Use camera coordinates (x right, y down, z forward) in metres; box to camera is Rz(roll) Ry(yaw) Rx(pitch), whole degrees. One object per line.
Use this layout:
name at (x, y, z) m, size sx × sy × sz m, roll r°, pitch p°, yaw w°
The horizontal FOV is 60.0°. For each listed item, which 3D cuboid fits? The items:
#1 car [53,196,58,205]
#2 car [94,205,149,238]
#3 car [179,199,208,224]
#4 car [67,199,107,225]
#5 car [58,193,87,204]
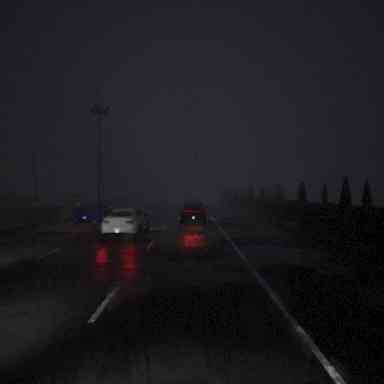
car at (-21.000, 1.188, 55.005) m, size 2.150 × 2.045 × 5.566 m, roll 0°, pitch 0°, yaw 0°
car at (-3.400, 1.519, 17.383) m, size 1.812 × 1.442 × 4.674 m, roll 0°, pitch 0°, yaw 0°
car at (0.100, 1.495, 24.961) m, size 1.837 × 1.490 × 4.892 m, roll 0°, pitch 0°, yaw 0°
car at (-6.900, 1.468, 23.817) m, size 1.882 × 1.535 × 5.008 m, roll 0°, pitch 0°, yaw 0°
car at (-17.508, 1.206, 49.832) m, size 2.150 × 2.045 × 5.566 m, roll 0°, pitch 0°, yaw 0°
